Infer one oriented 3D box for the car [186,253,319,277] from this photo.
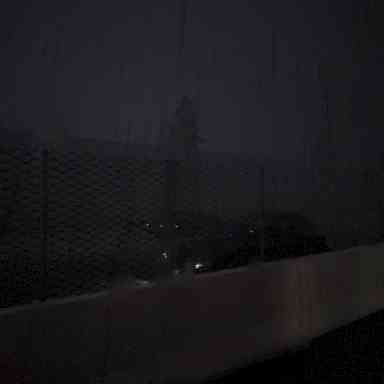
[{"bbox_3d":[1.774,1.591,9.590,5.357,1.411,2.033,0,0,-36],"label":"car"}]
